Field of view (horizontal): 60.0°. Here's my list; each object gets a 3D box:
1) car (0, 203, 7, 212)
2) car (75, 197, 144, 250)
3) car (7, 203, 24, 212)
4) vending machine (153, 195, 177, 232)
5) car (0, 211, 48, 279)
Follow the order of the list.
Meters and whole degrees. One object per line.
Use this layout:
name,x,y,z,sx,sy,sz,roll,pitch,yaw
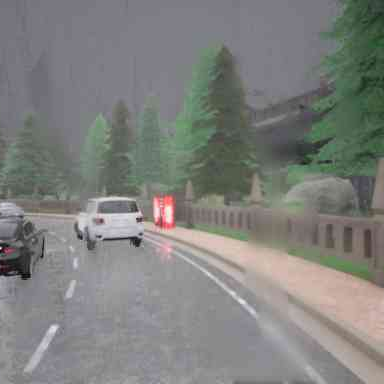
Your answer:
car,-16.468,1.702,25.209,5.357,1.411,2.033,-1,0,38
car,-3.841,1.255,14.946,2.150,2.045,5.566,0,0,-26
car,-16.627,1.681,29.635,4.674,1.442,1.812,-1,0,39
vending machine,-1.602,1.205,19.413,1.100,2.100,0.880,-1,0,-30
car,-5.536,1.557,9.848,1.837,1.490,4.892,0,0,-18
